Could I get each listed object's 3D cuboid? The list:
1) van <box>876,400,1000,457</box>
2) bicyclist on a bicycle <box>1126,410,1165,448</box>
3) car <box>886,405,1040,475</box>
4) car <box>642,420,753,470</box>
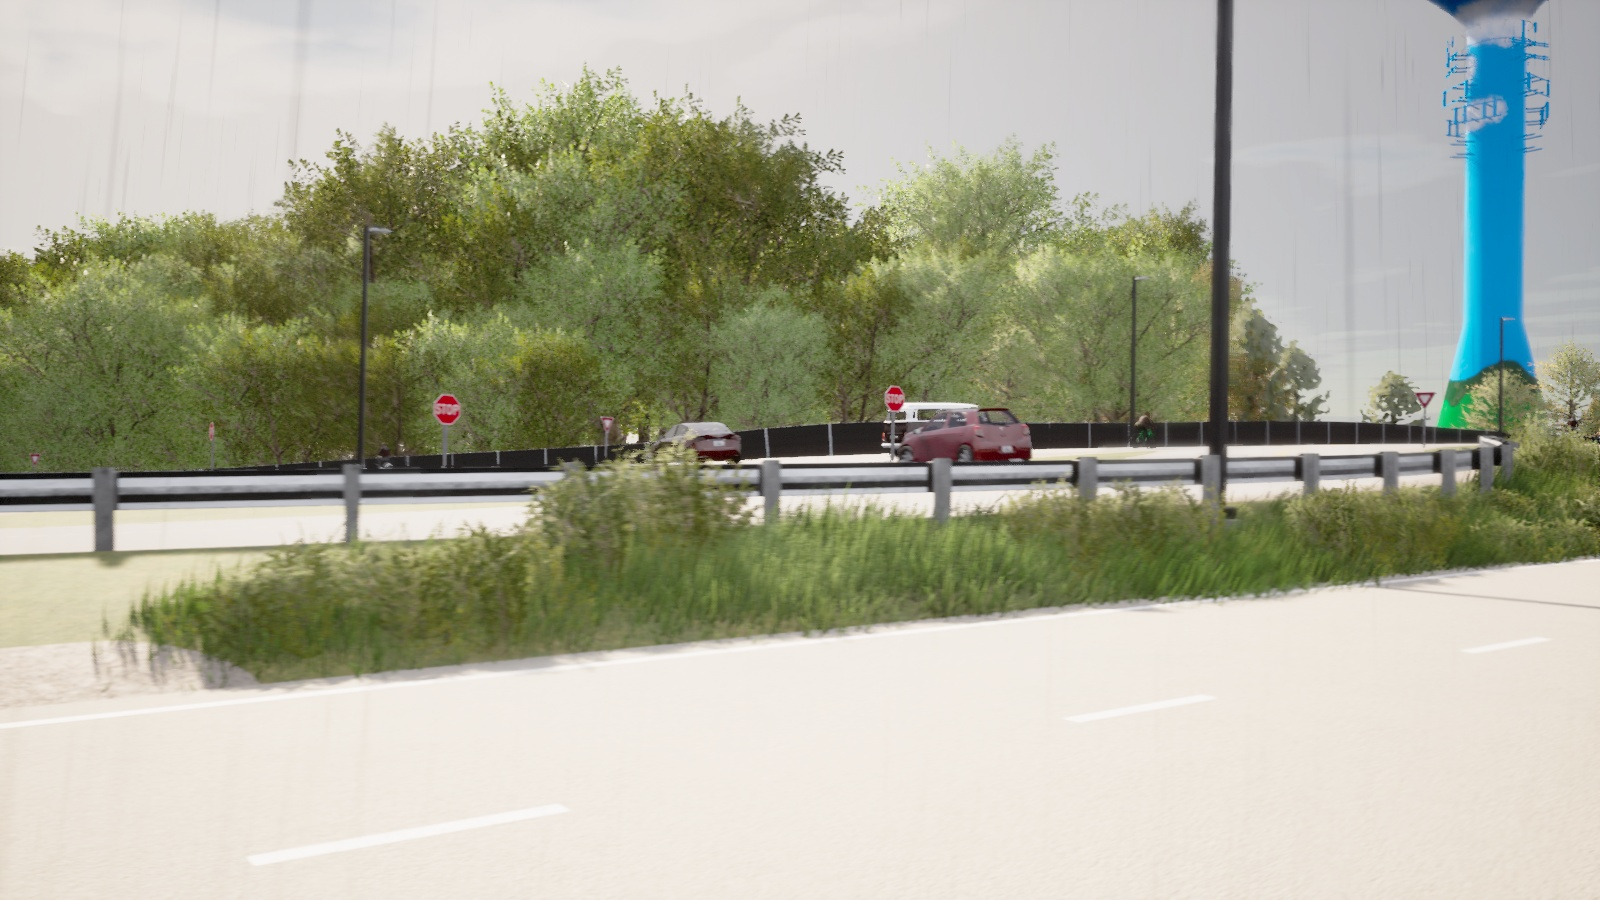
[{"bbox_3d":[5.353,-0.837,48.450,4.480,2.038,2.069,-2,1,-35],"label":"van"},{"bbox_3d":[14.999,-0.902,54.472,1.656,1.620,0.582,-1,0,-29],"label":"bicyclist on a bicycle"},{"bbox_3d":[3.806,-0.213,29.895,1.845,1.501,3.633,-2,0,-27],"label":"car"},{"bbox_3d":[-3.490,-0.160,41.753,2.163,1.488,4.792,-3,1,-24],"label":"car"}]
